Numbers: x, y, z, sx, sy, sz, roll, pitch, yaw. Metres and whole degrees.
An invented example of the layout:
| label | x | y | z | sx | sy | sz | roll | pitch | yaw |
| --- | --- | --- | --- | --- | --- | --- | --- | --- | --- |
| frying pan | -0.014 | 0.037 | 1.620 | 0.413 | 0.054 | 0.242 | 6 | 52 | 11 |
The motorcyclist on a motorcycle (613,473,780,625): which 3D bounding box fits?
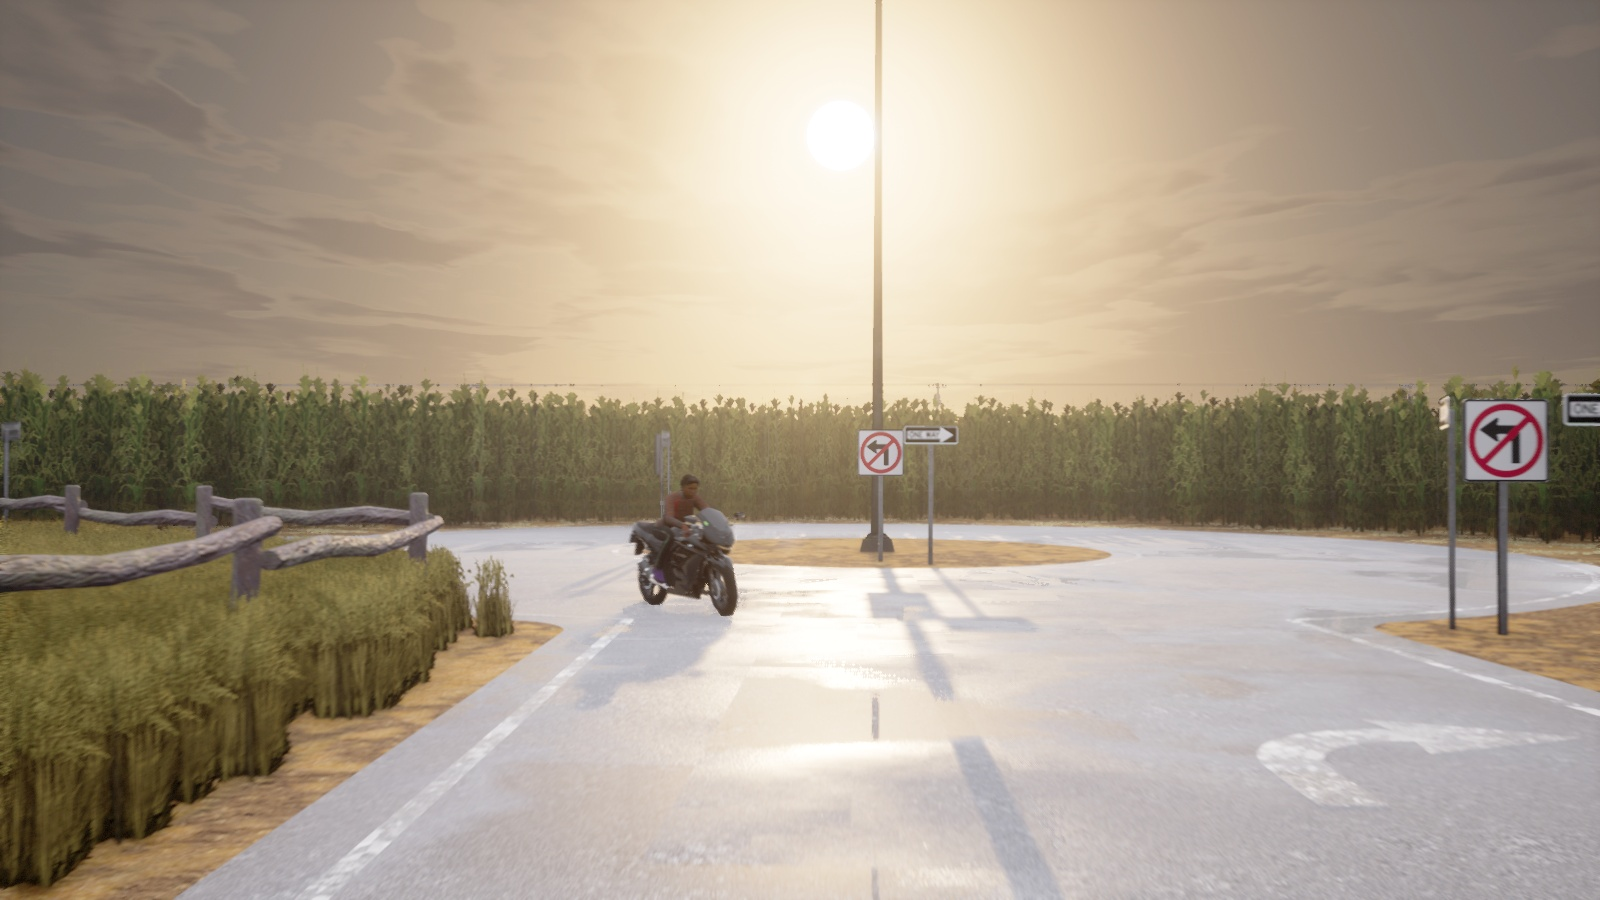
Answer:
| label | x | y | z | sx | sy | sz | roll | pitch | yaw |
| --- | --- | --- | --- | --- | --- | --- | --- | --- | --- |
| motorcyclist on a motorcycle | -1.184 | 1.034 | 13.940 | 0.797 | 1.523 | 2.044 | -3 | 1 | -38 |
